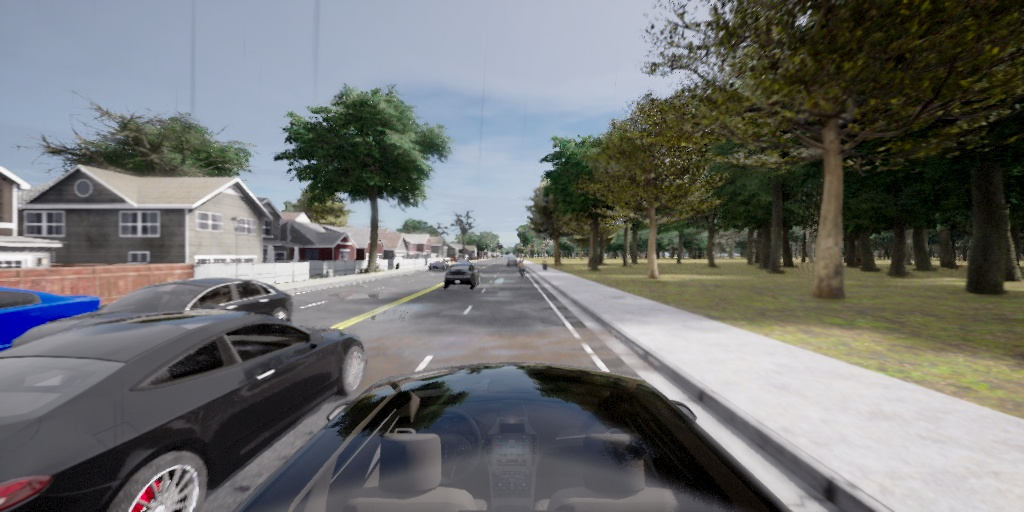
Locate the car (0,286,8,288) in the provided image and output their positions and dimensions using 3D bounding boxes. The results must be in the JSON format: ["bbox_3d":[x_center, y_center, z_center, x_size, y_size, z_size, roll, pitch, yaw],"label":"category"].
[{"bbox_3d":[-9.851,1.226,5.681,1.882,1.535,5.008,0,0,0],"label":"car"}]

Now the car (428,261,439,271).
[{"bbox_3d":[-9.832,1.302,47.786,1.994,1.385,4.181,0,0,0],"label":"car"}]

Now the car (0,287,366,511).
[{"bbox_3d":[-3.151,1.275,3.606,1.812,1.442,4.674,0,0,0],"label":"car"}]

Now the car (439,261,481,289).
[{"bbox_3d":[-3.153,1.249,23.142,1.837,1.490,4.892,0,0,0],"label":"car"}]

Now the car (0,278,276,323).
[{"bbox_3d":[-6.600,1.253,7.389,1.837,1.490,4.892,0,0,0],"label":"car"}]

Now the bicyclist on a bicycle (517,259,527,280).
[{"bbox_3d":[0.864,1.179,30.073,0.866,1.612,1.509,0,0,0],"label":"bicyclist on a bicycle"}]

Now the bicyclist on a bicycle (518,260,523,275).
[{"bbox_3d":[0.889,1.193,38.018,0.582,1.620,1.656,0,0,0],"label":"bicyclist on a bicycle"}]
